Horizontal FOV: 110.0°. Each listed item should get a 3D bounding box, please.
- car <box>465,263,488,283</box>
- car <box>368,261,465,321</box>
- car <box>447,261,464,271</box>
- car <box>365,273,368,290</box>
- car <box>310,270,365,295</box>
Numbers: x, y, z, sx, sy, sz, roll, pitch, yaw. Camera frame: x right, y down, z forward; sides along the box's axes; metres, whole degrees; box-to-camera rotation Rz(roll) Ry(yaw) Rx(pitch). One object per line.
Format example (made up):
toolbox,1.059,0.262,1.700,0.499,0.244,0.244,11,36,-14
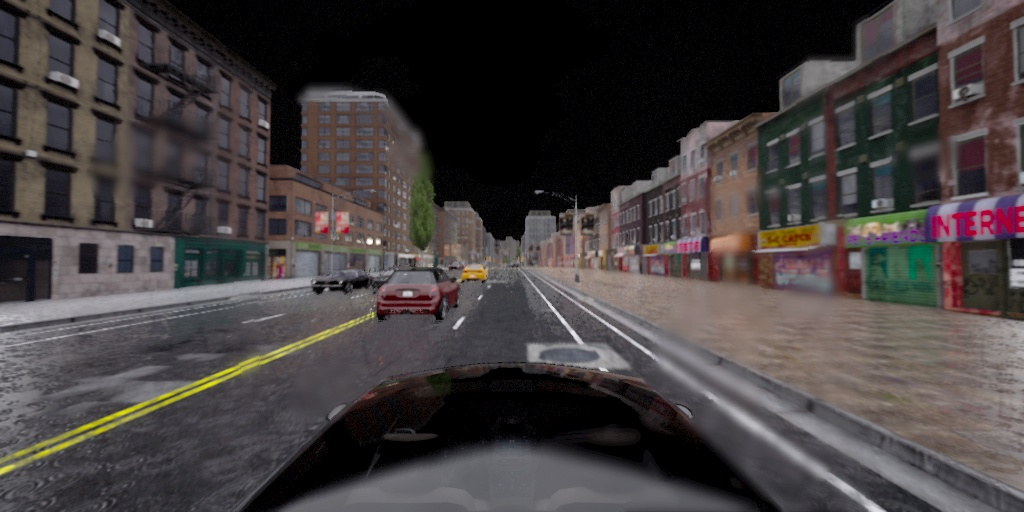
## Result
car,-3.158,1.464,31.013,1.882,1.535,5.008,0,-1,0
car,-3.155,1.178,12.969,2.097,1.767,4.553,0,0,0
car,-9.790,1.708,62.532,2.097,1.767,4.553,0,-1,1
car,-6.604,1.374,21.186,1.882,1.535,5.008,0,-1,0
car,-9.854,1.498,21.282,1.895,1.301,4.718,0,-1,0
